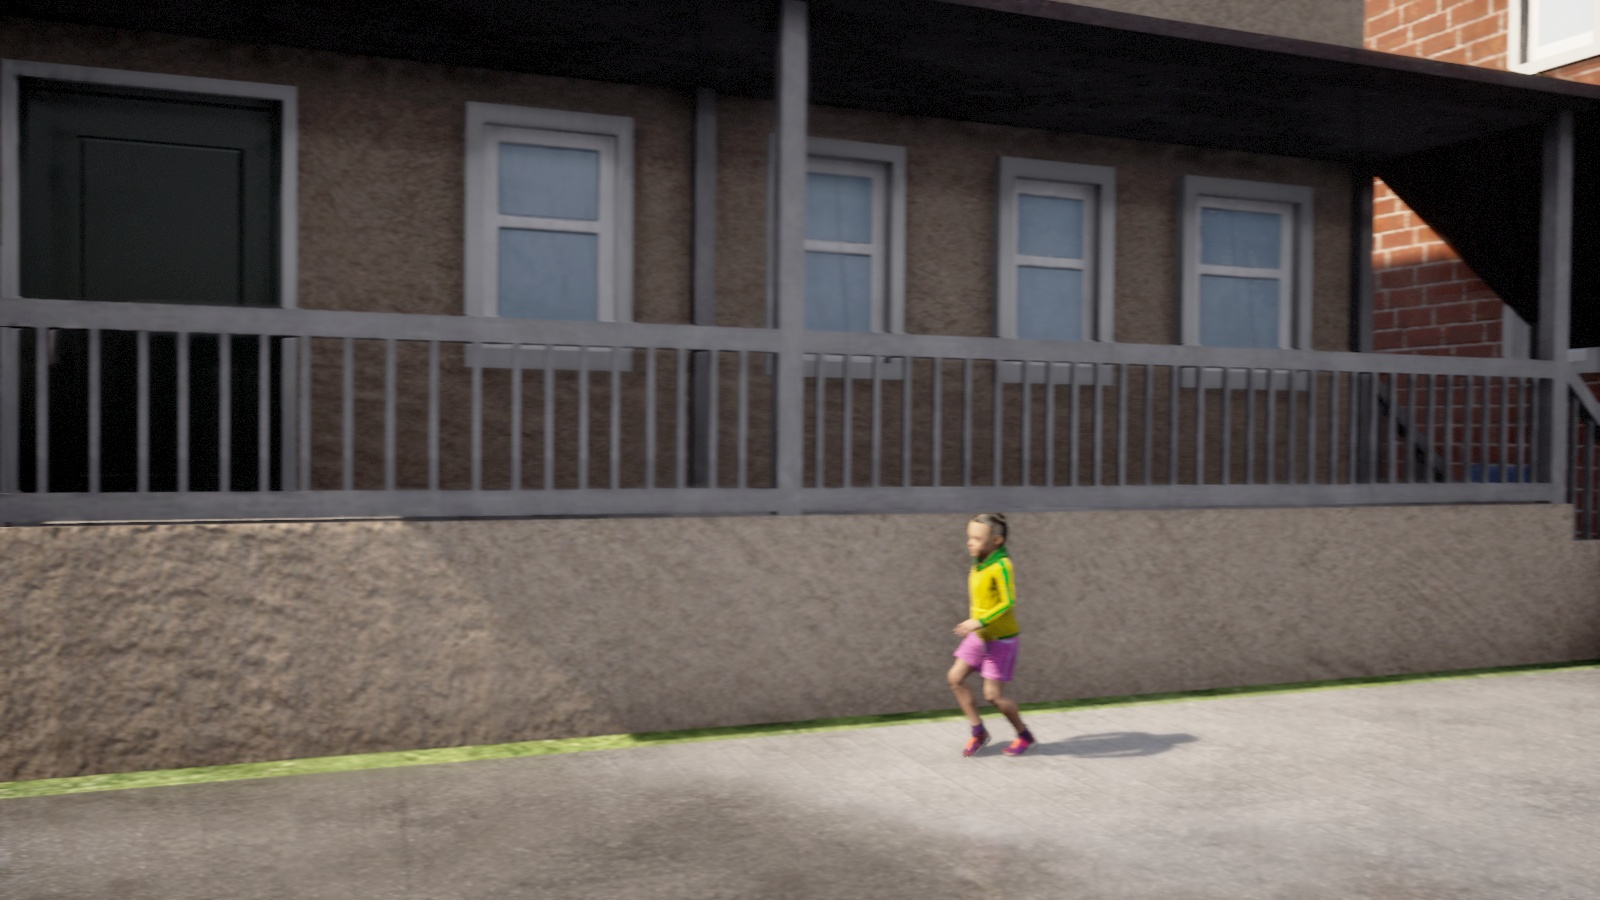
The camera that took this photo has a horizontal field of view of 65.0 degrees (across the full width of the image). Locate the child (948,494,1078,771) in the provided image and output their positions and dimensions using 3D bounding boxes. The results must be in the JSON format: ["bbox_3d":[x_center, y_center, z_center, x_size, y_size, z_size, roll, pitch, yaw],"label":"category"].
[{"bbox_3d":[0.944,0.786,5.579,0.473,1.160,0.299,-1,1,-20],"label":"child"}]
